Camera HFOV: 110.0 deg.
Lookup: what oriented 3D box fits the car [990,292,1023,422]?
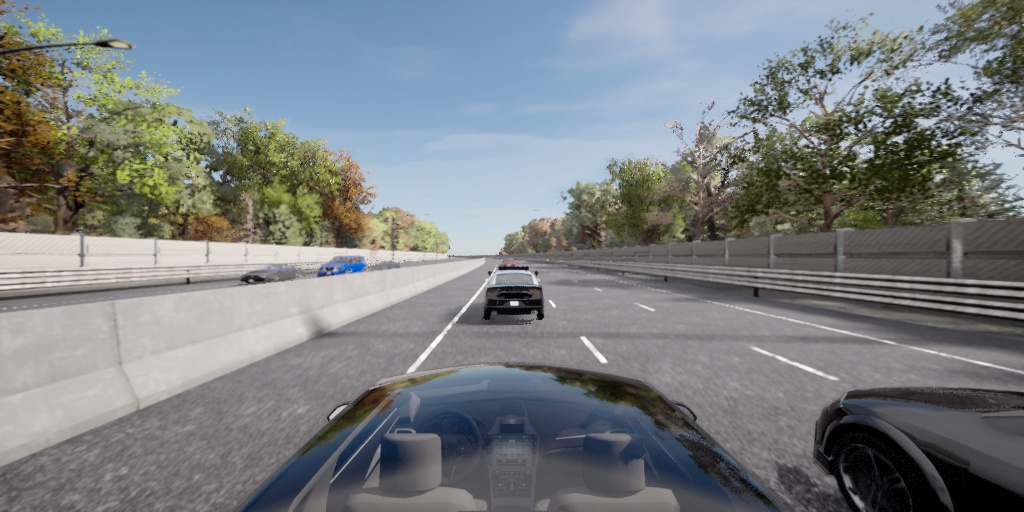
[{"bbox_3d":[7.093,1.226,2.112,1.882,1.535,5.008,0,0,0],"label":"car"}]

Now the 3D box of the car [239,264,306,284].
[{"bbox_3d":[-17.792,1.308,27.084,2.033,1.411,5.357,0,0,-1],"label":"car"}]

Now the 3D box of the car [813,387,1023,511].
[{"bbox_3d":[3.592,1.313,1.345,1.994,1.385,4.181,0,0,0],"label":"car"}]

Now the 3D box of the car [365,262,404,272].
[{"bbox_3d":[-10.863,1.266,31.537,1.837,1.490,4.892,0,0,-1],"label":"car"}]

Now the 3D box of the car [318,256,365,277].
[{"bbox_3d":[-14.348,0.983,30.782,2.150,2.045,5.566,0,0,-1],"label":"car"}]

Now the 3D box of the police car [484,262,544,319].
[{"bbox_3d":[0.054,1.179,13.018,1.930,1.638,5.238,0,0,0],"label":"police car"}]

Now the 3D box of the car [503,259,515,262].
[{"bbox_3d":[-0.396,1.117,43.024,2.097,1.767,4.553,0,0,-1],"label":"car"}]
